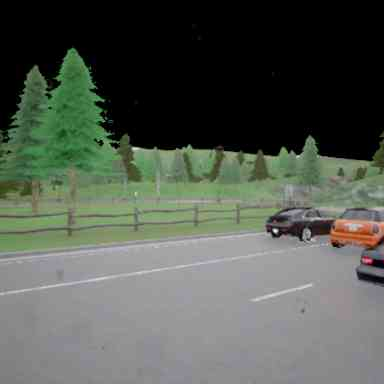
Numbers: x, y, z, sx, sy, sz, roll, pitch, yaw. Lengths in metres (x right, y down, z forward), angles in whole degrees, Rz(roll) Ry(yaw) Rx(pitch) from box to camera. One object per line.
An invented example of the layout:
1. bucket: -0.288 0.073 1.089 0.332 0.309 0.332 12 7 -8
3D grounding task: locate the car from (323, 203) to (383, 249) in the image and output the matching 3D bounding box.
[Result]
1. car: 7.710 1.378 13.558 4.553 1.767 2.097 0 0 -35

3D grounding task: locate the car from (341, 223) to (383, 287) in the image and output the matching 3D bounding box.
1. car: 6.198 1.565 8.206 5.357 1.411 2.033 0 0 -35

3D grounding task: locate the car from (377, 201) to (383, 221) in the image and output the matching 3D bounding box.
1. car: 16.935 1.580 28.142 1.812 1.442 4.674 1 0 25

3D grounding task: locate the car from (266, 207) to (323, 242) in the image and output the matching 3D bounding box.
1. car: 5.757 1.529 16.463 4.892 1.490 1.837 1 0 -35
